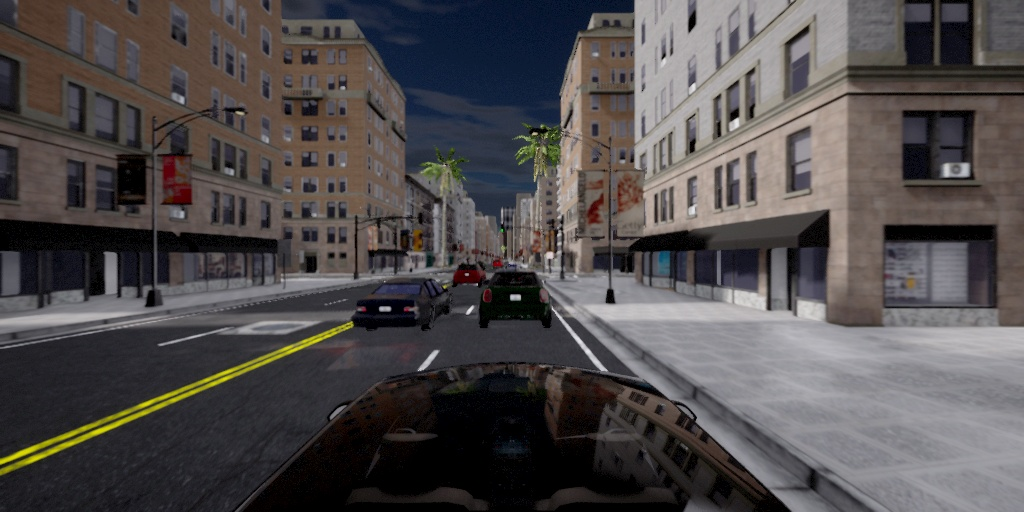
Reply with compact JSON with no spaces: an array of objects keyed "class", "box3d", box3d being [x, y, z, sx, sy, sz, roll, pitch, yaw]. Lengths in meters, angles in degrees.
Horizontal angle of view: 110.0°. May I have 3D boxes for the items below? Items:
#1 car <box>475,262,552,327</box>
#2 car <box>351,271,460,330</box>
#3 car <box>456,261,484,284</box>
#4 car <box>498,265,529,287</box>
[{"class":"car","box3d":[0.099,1.195,12.086,2.097,1.767,4.553,0,-1,0]},{"class":"car","box3d":[-3.149,1.385,11.402,2.033,1.411,5.357,0,0,0]},{"class":"car","box3d":[-3.146,1.334,27.190,2.097,1.767,4.553,0,-1,0]},{"class":"car","box3d":[0.206,1.478,27.711,2.128,1.511,4.902,0,-1,3]}]
